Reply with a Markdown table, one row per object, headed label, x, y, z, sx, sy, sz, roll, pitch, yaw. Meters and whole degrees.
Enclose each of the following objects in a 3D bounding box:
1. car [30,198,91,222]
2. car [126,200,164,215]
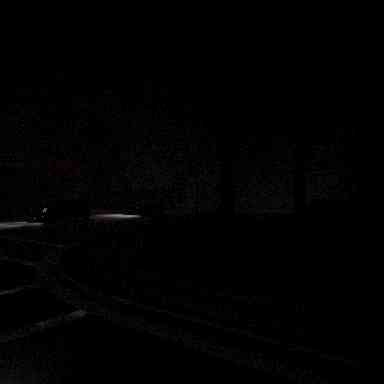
| label | x | y | z | sx | sy | sz | roll | pitch | yaw |
| --- | --- | --- | --- | --- | --- | --- | --- | --- | --- |
| car | -10.366 | 1.353 | 26.406 | 2.097 | 1.767 | 4.553 | 0 | 0 | 34 |
| car | -4.781 | 1.526 | 34.682 | 1.812 | 1.442 | 4.674 | 0 | 0 | 34 |
